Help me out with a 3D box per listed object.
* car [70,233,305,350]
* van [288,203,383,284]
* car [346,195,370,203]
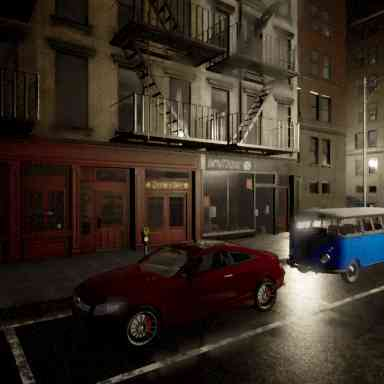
[{"bbox_3d":[-0.029,1.582,6.160,4.206,1.307,1.802,0,0,-35],"label":"car"},{"bbox_3d":[4.386,1.341,9.281,3.998,1.788,1.690,0,0,-35],"label":"van"},{"bbox_3d":[15.206,1.316,32.865,2.150,2.045,5.566,0,0,-35],"label":"car"}]
